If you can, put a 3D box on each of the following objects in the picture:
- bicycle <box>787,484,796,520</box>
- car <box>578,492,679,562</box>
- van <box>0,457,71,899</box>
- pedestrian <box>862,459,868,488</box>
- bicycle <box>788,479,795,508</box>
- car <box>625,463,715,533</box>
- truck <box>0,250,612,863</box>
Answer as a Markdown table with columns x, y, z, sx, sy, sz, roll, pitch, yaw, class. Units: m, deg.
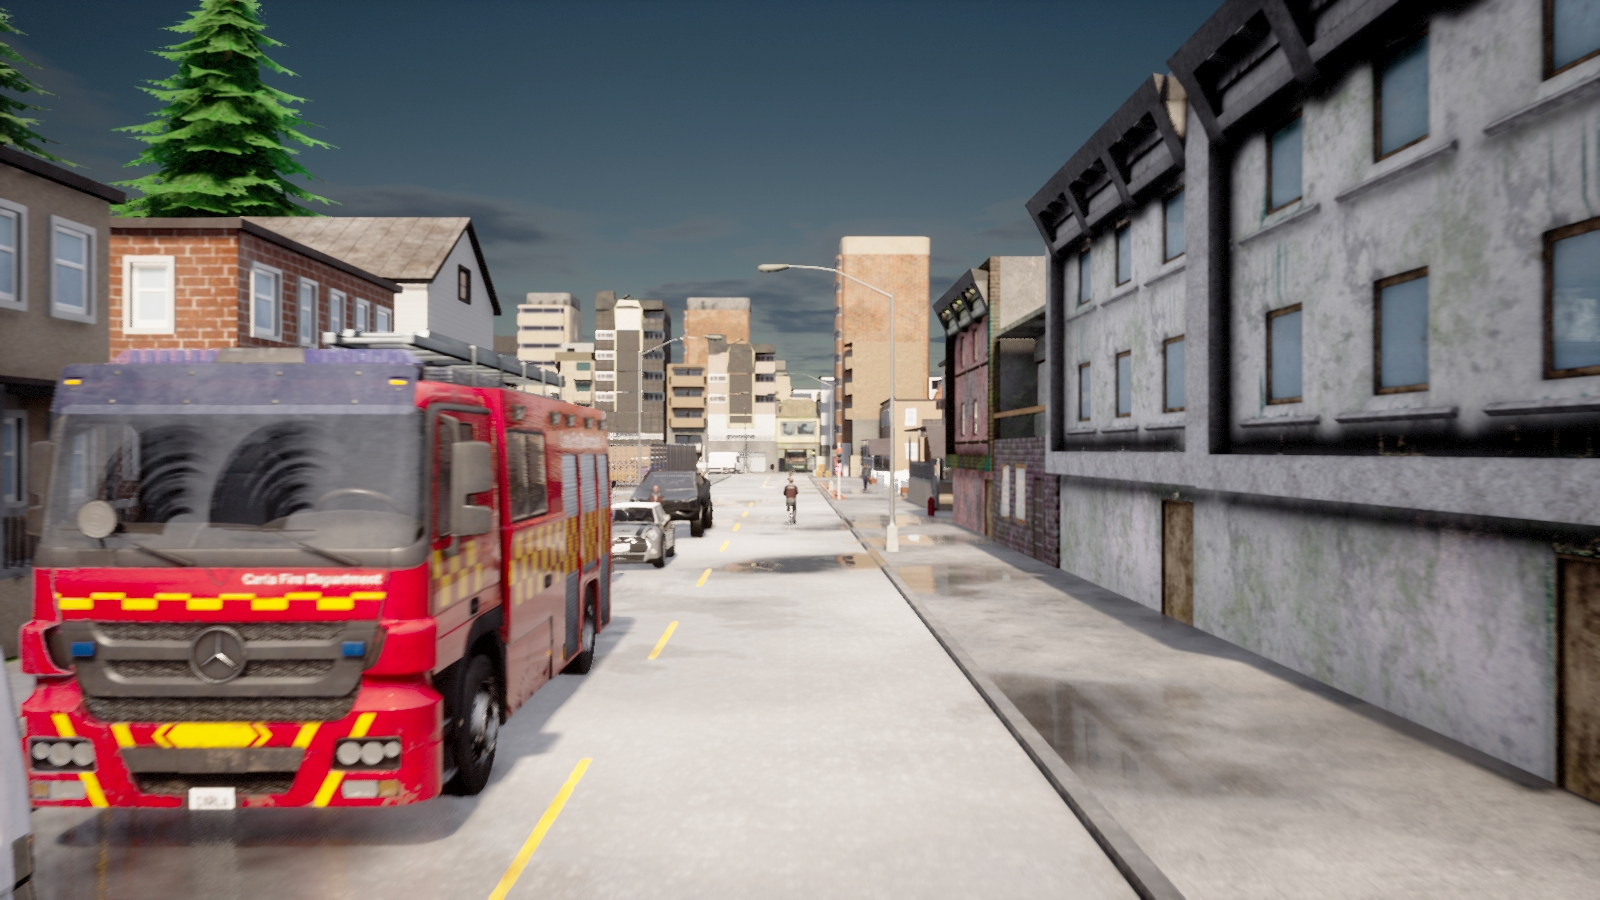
| x | y | z | sx | sy | sz | roll | pitch | yaw | class |
| --- | --- | --- | --- | --- | --- | --- | --- | --- | --- |
| -0.327 | 1.942 | 42.833 | 0.329 | 1.271 | 1.835 | 0 | 0 | 0 | bicycle |
| -4.171 | 1.846 | 28.375 | 1.970 | 1.475 | 3.806 | 0 | 0 | -1 | car |
| -3.869 | 1.314 | 1.586 | 1.988 | 2.561 | 5.915 | 0 | 0 | -1 | van |
| 4.246 | 1.528 | 74.567 | 0.375 | 1.860 | 0.375 | 0 | 0 | 1 | pedestrian |
| -0.388 | 1.943 | 51.671 | 0.329 | 1.271 | 1.835 | 0 | -1 | -1 | bicycle |
| -4.288 | 1.535 | 38.708 | 2.390 | 2.098 | 6.274 | 0 | 0 | -1 | car |
| -3.975 | 0.671 | 11.389 | 2.891 | 3.827 | 8.468 | 0 | 0 | -1 | truck |
